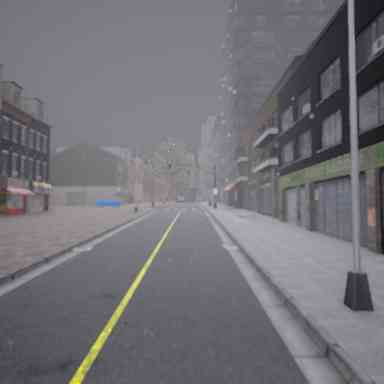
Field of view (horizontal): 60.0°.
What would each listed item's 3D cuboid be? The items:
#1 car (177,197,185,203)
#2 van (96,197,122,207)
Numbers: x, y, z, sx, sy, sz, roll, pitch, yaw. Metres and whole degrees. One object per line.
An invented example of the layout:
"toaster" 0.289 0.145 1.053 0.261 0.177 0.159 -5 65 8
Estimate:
"car" -2.733 2.082 83.363 1.882 1.535 5.008 0 -1 0
"van" -12.914 1.658 52.053 3.998 1.788 1.690 0 -3 0
